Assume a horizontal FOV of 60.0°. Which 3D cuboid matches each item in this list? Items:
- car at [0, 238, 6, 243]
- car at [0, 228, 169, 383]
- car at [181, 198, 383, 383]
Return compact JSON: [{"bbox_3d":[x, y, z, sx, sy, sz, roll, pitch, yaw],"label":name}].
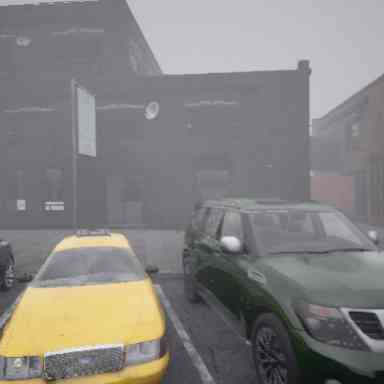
[{"bbox_3d":[-4.647,1.479,5.858,2.163,1.488,4.792,0,0,-15],"label":"car"},{"bbox_3d":[-1.615,1.415,5.439,1.946,1.575,5.366,0,0,-15],"label":"car"},{"bbox_3d":[1.342,1.136,5.334,2.435,2.045,5.566,0,0,-15],"label":"car"}]
